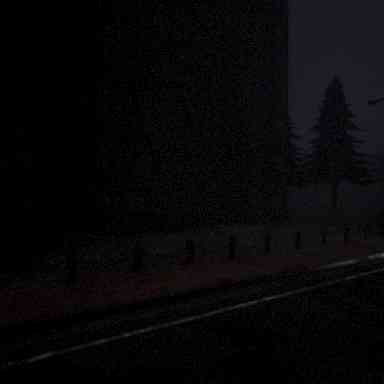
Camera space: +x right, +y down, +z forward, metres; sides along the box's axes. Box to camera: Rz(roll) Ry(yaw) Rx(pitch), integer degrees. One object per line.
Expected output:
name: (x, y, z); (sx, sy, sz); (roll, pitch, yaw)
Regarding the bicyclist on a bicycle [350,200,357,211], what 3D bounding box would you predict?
bicyclist on a bicycle: (21.189, 1.802, 43.622); (1.656, 1.620, 0.582); (0, 0, -37)
